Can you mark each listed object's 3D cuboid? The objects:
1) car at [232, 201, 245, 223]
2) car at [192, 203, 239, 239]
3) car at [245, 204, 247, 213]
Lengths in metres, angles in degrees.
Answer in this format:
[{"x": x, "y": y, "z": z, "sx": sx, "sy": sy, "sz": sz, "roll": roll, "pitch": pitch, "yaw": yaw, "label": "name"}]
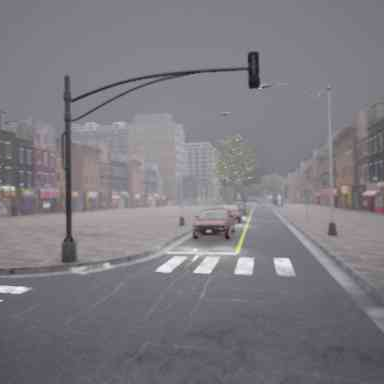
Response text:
[{"x": 3.268, "y": 1.758, "z": 28.208, "sx": 1.812, "sy": 1.442, "sz": 4.674, "roll": -1, "pitch": -1, "yaw": 11, "label": "car"}, {"x": 1.305, "y": 1.634, "z": 18.414, "sx": 1.882, "sy": 1.535, "sz": 5.008, "roll": -1, "pitch": -1, "yaw": 12, "label": "car"}, {"x": 5.262, "y": 1.803, "z": 38.201, "sx": 2.128, "sy": 1.511, "sz": 4.902, "roll": -1, "pitch": -1, "yaw": 11, "label": "car"}]
